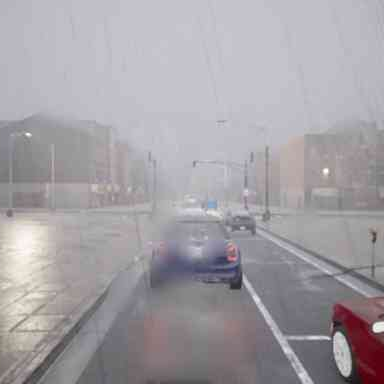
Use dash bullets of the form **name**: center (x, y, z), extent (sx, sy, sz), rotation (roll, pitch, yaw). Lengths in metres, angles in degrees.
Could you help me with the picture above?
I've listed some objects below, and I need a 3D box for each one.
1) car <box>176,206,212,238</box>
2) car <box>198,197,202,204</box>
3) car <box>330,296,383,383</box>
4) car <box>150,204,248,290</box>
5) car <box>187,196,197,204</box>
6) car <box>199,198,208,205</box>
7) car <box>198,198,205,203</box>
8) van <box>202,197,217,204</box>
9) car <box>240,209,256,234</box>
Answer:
- **car**: center (0.128, 1.619, 19.189), extent (1.812, 1.442, 4.674), rotation (0, 0, 1)
- **car**: center (2.615, 1.734, 56.985), extent (2.192, 1.841, 5.009), rotation (-1, -1, 0)
- **car**: center (2.626, 1.554, 2.567), extent (1.887, 1.381, 4.507), rotation (-1, 0, 0)
- **car**: center (0.097, 1.391, 9.370), extent (2.097, 1.767, 4.553), rotation (0, 0, 0)
- **car**: center (-0.002, 1.874, 76.375), extent (2.150, 2.045, 5.566), rotation (0, -1, 0)
- **car**: center (2.615, 2.122, 78.143), extent (1.967, 1.590, 4.097), rotation (-1, -1, 0)
- **car**: center (2.616, 2.498, 94.010), extent (1.802, 1.307, 4.206), rotation (-2, -1, 0)
- **van**: center (2.617, 1.652, 46.403), extent (1.690, 1.788, 3.998), rotation (-1, -1, 0)
- **car**: center (2.625, 1.646, 19.444), extent (2.008, 1.369, 4.403), rotation (-1, 0, 0)
